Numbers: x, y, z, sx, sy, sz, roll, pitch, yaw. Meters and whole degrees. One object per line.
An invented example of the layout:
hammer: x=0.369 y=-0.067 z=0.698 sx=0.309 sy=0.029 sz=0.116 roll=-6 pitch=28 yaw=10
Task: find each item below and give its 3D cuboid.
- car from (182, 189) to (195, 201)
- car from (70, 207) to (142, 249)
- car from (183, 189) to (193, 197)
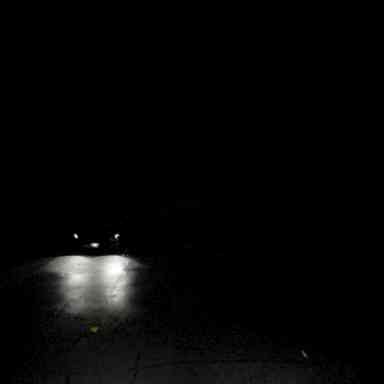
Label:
car: x=-0.516 y=0.536 z=49.376 sx=1.882 sy=1.535 sz=5.008 roll=0 pitch=1 yaw=-1
car: x=-3.259 y=1.344 z=13.748 sx=2.033 sy=1.411 sz=5.357 roll=0 pitch=1 yaw=-1
car: x=-0.786 y=0.177 z=66.818 sx=1.837 sy=1.490 sz=4.892 roll=0 pitch=1 yaw=0
